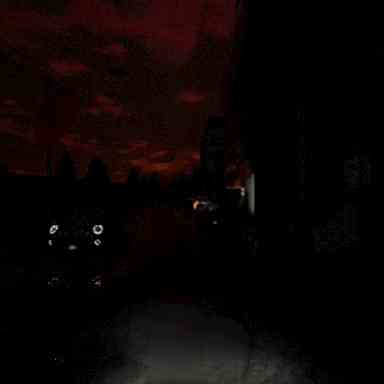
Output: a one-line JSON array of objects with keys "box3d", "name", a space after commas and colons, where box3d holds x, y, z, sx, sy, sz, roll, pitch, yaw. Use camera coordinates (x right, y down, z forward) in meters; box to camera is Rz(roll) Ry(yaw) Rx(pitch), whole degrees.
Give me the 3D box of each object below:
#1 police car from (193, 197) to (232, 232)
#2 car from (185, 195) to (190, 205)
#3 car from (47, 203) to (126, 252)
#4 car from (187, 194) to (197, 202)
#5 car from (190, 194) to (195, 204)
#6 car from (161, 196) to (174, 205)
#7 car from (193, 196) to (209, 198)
[{"box3d": [1.186, 1.355, 19.662, 1.930, 1.638, 5.238, 0, 0, 0], "name": "police car"}, {"box3d": [-0.004, 1.319, 52.668, 2.128, 1.511, 4.902, 0, 0, 0], "name": "car"}, {"box3d": [-4.102, 1.307, 13.627, 2.097, 1.767, 4.553, 0, 0, 0], "name": "car"}, {"box3d": [-0.004, 1.248, 67.675, 1.837, 1.490, 4.892, 0, 0, 0], "name": "car"}, {"box3d": [1.144, 1.184, 35.520, 2.097, 1.767, 4.553, -3, 0, 0], "name": "car"}, {"box3d": [-4.053, 1.363, 56.293, 2.033, 1.411, 5.357, 0, 0, 1], "name": "car"}, {"box3d": [1.197, 1.358, 29.741, 1.801, 1.575, 5.366, 0, 0, 0], "name": "car"}]
